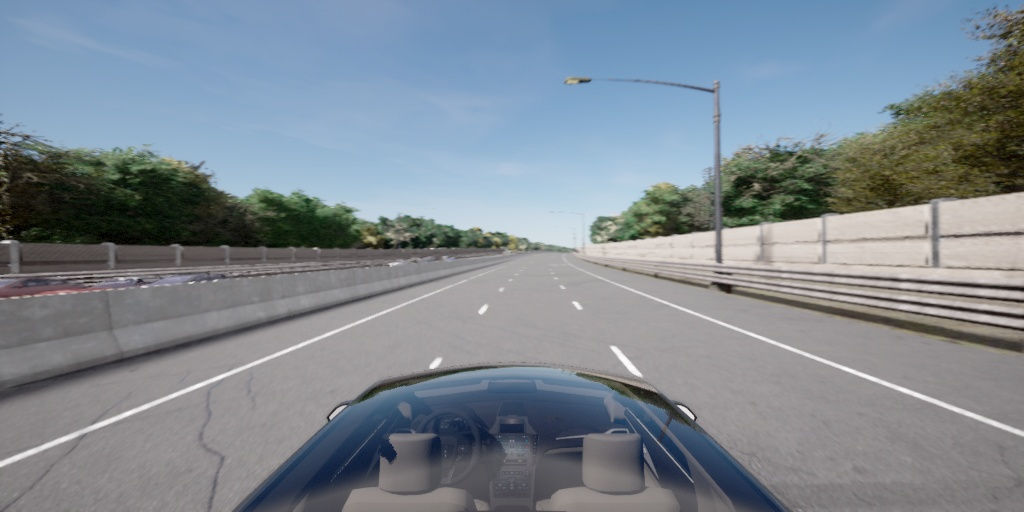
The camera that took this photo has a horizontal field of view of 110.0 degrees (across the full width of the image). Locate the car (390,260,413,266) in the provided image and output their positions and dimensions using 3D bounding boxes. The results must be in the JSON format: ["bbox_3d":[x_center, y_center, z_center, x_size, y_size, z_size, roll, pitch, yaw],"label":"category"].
[{"bbox_3d":[-17.109,1.281,55.683,1.895,1.301,4.718,-1,1,6],"label":"car"}]

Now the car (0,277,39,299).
[{"bbox_3d":[-20.323,1.582,14.682,1.994,1.385,4.181,-1,0,4],"label":"car"}]

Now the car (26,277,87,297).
[{"bbox_3d":[-16.771,1.555,15.557,1.895,1.301,4.718,-1,0,4],"label":"car"}]

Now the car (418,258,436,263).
[{"bbox_3d":[-13.482,1.112,57.009,1.837,1.490,4.892,-1,1,6],"label":"car"}]

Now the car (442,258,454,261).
[{"bbox_3d":[-10.003,1.067,56.667,1.812,1.442,4.674,-1,1,6],"label":"car"}]

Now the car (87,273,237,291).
[{"bbox_3d":[-13.313,1.447,14.909,2.033,1.411,5.357,-1,0,3],"label":"car"}]
